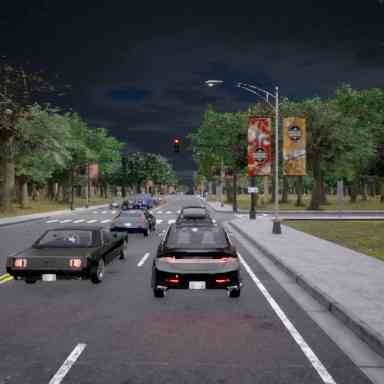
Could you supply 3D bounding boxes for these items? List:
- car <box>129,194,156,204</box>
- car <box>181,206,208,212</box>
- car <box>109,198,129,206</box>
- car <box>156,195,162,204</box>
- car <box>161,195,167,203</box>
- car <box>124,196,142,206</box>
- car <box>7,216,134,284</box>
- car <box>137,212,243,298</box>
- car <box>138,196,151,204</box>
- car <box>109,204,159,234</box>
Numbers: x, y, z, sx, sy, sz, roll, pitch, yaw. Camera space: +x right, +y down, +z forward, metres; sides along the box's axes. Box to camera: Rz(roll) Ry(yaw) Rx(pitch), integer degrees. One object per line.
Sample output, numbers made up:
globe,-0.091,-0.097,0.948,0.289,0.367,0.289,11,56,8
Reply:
car,-6.511,1.252,44.582,2.150,2.045,5.566,0,0,0
car,0.115,1.512,17.932,1.837,1.490,4.892,0,0,0
car,-9.753,1.522,44.931,2.128,1.511,4.902,0,0,2
car,-6.487,1.642,54.901,1.895,1.301,4.718,0,0,0
car,-6.381,1.411,68.333,2.097,1.767,4.553,0,0,0
car,-9.736,1.533,55.305,2.128,1.511,4.902,0,0,0
car,-3.139,1.603,9.578,1.895,1.301,4.718,0,0,0
car,0.107,1.493,8.513,2.128,1.511,4.902,0,0,0
car,-9.633,1.562,67.682,1.837,1.490,4.892,0,0,0
car,-3.137,1.571,18.333,1.994,1.385,4.181,0,0,0
